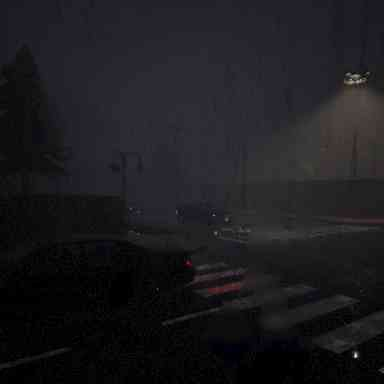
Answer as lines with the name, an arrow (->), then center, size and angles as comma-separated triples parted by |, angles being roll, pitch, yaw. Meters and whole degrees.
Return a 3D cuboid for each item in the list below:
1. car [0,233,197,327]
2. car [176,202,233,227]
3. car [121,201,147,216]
car -> -2.465, 1.548, 6.406 | 5.357, 1.411, 2.033 | 0, 0, -35
car -> 0.756, 1.474, 22.919 | 2.128, 1.511, 4.902 | 0, 0, -35
car -> -6.248, 1.583, 32.813 | 1.895, 1.301, 4.718 | 0, 0, -35
